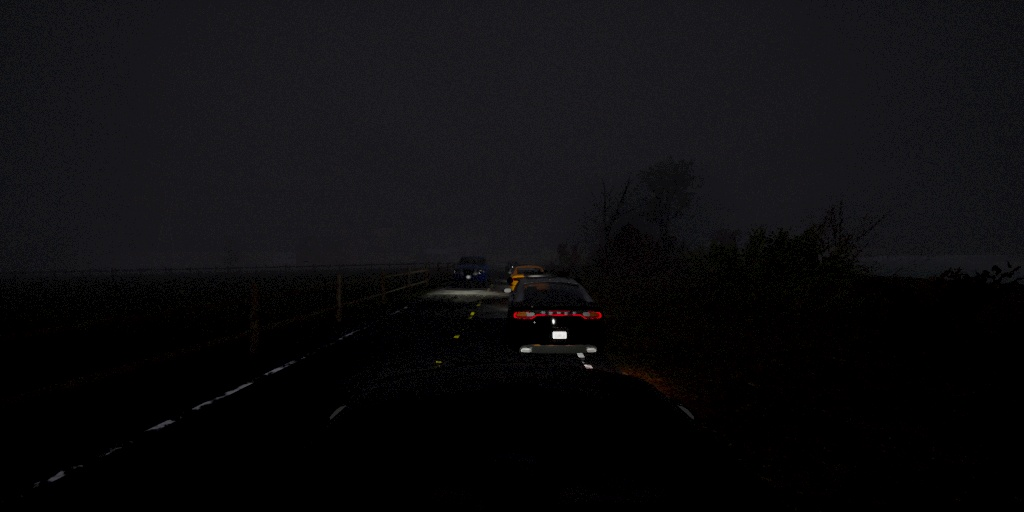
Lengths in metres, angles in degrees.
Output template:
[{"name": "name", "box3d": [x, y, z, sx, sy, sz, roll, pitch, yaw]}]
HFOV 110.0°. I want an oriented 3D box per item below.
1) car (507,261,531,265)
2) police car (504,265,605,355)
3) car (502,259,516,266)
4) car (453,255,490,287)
[{"name": "car", "box3d": [0.841, 1.228, 18.715, 1.882, 1.535, 5.008, 0, 0, 0]}, {"name": "police car", "box3d": [0.832, 1.174, 8.825, 1.930, 1.638, 5.238, 0, 0, 0]}, {"name": "car", "box3d": [0.086, 1.335, 46.614, 1.994, 1.385, 4.181, 0, 0, 0]}, {"name": "car", "box3d": [-2.727, 0.973, 25.210, 2.150, 2.045, 5.566, 0, 0, 0]}]
